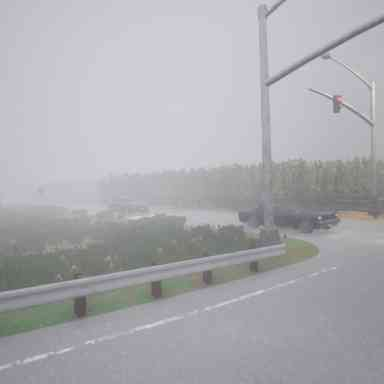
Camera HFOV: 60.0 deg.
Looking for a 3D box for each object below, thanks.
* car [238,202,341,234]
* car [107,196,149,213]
[{"bbox_3d":[4.572,1.157,16.156,1.895,1.301,4.718,-3,2,-40],"label":"car"},{"bbox_3d":[-5.435,1.121,27.864,1.837,1.490,4.892,-3,2,-40],"label":"car"}]
